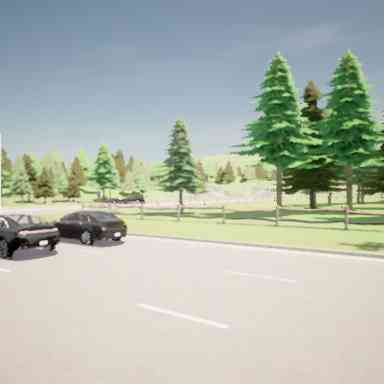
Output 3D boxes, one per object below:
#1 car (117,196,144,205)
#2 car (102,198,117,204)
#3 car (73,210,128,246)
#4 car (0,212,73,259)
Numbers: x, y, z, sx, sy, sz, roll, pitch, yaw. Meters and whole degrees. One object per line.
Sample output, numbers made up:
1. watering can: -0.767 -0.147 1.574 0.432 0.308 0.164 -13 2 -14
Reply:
1. car: -13.114 1.813 73.511 2.150 2.045 5.566 -1 0 35
2. car: -18.763 2.166 77.644 1.837 1.490 4.892 -1 0 35
3. car: -5.277 1.658 16.252 4.892 1.490 1.837 0 0 36
4. car: -7.307 1.644 13.400 4.902 1.511 2.128 -1 0 36
